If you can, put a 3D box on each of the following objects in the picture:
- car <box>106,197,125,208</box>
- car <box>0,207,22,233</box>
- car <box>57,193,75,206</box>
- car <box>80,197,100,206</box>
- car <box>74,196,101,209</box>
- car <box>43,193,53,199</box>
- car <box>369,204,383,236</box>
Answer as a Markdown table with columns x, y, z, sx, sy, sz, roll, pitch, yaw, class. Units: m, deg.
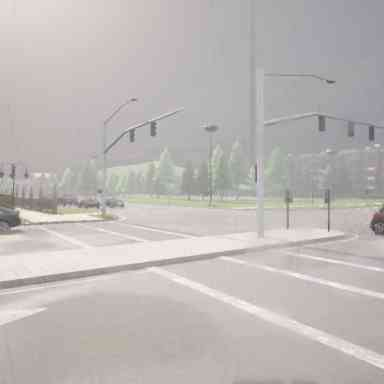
| x | y | z | sx | sy | sz | roll | pitch | yaw | class |
| --- | --- | --- | --- | --- | --- | --- | --- | --- | --- |
| -11.342 | 1.491 | 47.647 | 2.128 | 1.511 | 4.902 | 0 | 0 | -36 | car |
| -11.986 | 1.505 | 18.063 | 4.892 | 1.490 | 1.837 | 0 | 0 | -35 | car |
| -19.981 | 1.219 | 53.601 | 2.150 | 2.045 | 5.566 | 0 | 0 | -36 | car |
| -17.101 | 1.564 | 55.592 | 1.994 | 1.385 | 4.181 | 0 | 0 | -36 | car |
| -14.149 | 1.601 | 45.552 | 1.895 | 1.301 | 4.718 | 0 | 0 | -36 | car |
| -27.289 | 1.223 | 63.799 | 2.150 | 2.045 | 5.566 | 0 | 0 | -36 | car |
| 11.400 | 1.352 | 16.356 | 2.097 | 1.767 | 4.553 | 0 | 0 | -36 | car |
